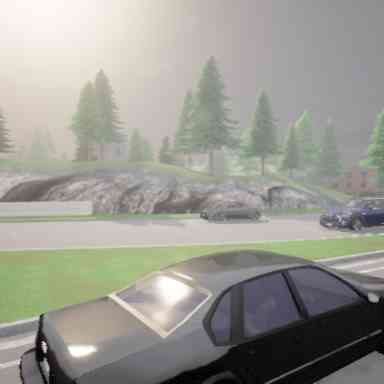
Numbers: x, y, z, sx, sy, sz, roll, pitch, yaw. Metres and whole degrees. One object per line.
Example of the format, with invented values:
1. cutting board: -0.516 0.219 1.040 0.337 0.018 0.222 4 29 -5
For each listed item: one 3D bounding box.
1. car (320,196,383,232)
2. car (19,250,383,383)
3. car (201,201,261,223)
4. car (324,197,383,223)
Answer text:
1. car: 9.390 1.121 18.420 4.553 1.767 2.097 -1 0 -20
2. car: 0.841 1.509 4.257 5.357 1.411 2.033 -1 0 -33
3. car: 2.708 1.365 23.509 4.181 1.385 1.994 -1 0 -18
4. car: 11.854 1.187 23.090 5.008 1.535 1.882 -1 0 -22
